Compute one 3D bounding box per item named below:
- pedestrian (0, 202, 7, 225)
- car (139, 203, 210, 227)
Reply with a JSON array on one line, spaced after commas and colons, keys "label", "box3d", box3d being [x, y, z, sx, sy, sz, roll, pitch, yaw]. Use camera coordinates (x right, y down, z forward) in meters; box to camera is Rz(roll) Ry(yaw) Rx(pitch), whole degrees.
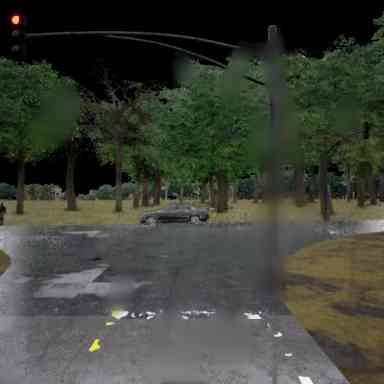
[{"label": "pedestrian", "box3d": [-15.238, 1.715, 26.772, 0.375, 1.860, 0.375, 0, -1, 0]}, {"label": "car", "box3d": [-1.221, 1.571, 22.928, 4.892, 1.490, 1.837, -1, -2, 0]}]
